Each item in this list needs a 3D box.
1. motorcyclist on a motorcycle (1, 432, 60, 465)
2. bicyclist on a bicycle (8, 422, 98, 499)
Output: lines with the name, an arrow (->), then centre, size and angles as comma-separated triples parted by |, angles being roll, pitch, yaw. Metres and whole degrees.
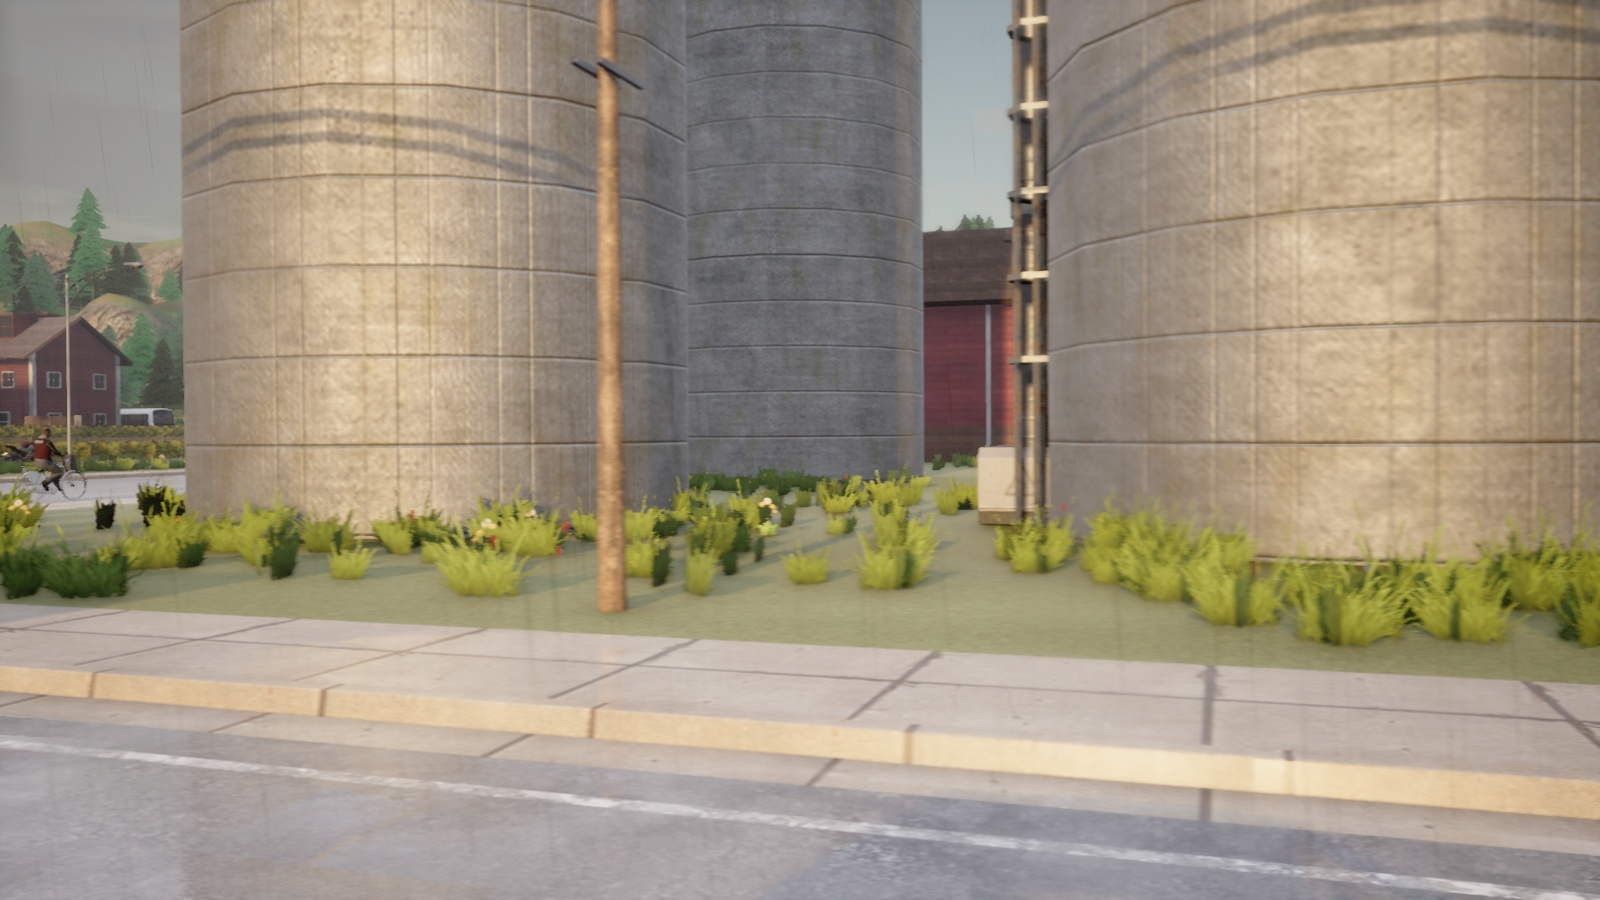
motorcyclist on a motorcycle -> -35.813, -0.075, 58.467 | 0.866, 1.530, 2.191 | 0, 1, 25
bicyclist on a bicycle -> -17.635, 0.223, 29.706 | 0.659, 1.776, 1.843 | 0, 1, 18
